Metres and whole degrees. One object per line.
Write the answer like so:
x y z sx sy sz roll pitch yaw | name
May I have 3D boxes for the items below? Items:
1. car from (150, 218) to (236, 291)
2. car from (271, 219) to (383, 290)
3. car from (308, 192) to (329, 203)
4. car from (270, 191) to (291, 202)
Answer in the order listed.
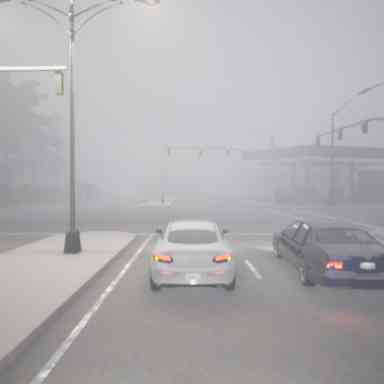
0.010 1.405 8.571 1.812 1.442 4.674 0 1 0 | car
3.488 1.424 8.885 2.033 1.411 5.357 0 1 3 | car
18.519 0.785 49.038 1.970 1.475 3.806 0 1 0 | car
12.781 0.633 48.222 2.242 1.667 4.611 0 1 0 | car
